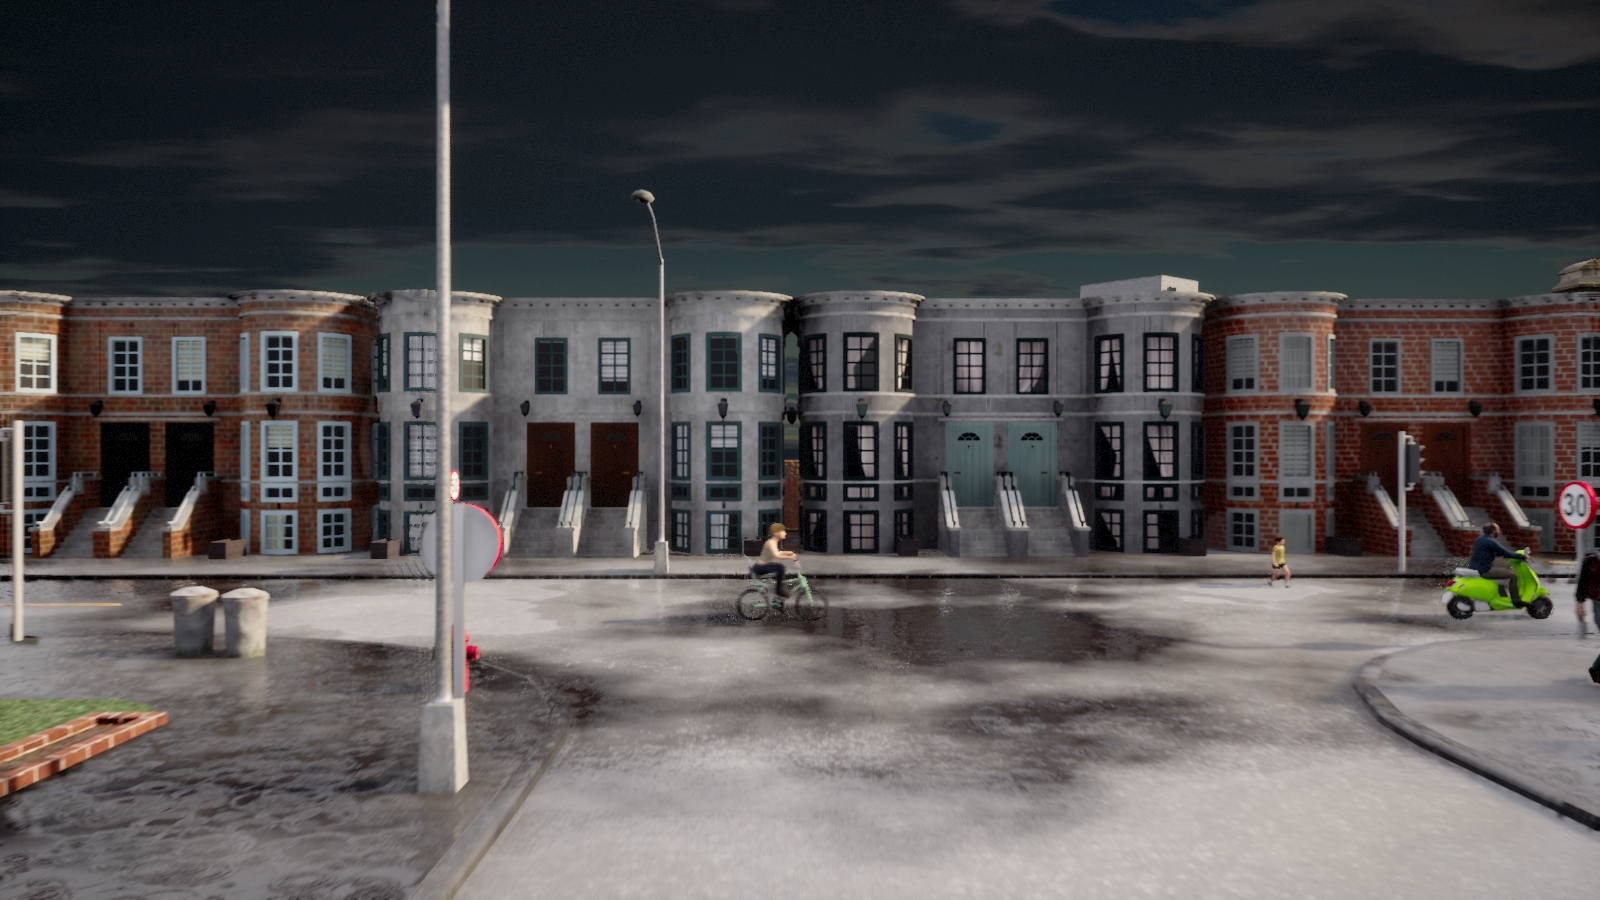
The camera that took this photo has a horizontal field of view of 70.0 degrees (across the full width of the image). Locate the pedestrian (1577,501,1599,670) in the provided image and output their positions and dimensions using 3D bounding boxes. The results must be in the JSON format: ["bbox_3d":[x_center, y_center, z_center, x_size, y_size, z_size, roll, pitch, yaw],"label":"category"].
[{"bbox_3d":[9.066,1.516,12.879,0.375,1.860,0.375,0,0,9],"label":"pedestrian"}]

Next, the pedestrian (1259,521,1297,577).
[{"bbox_3d":[9.736,2.009,23.289,0.500,1.100,0.500,0,0,-21],"label":"pedestrian"}]
